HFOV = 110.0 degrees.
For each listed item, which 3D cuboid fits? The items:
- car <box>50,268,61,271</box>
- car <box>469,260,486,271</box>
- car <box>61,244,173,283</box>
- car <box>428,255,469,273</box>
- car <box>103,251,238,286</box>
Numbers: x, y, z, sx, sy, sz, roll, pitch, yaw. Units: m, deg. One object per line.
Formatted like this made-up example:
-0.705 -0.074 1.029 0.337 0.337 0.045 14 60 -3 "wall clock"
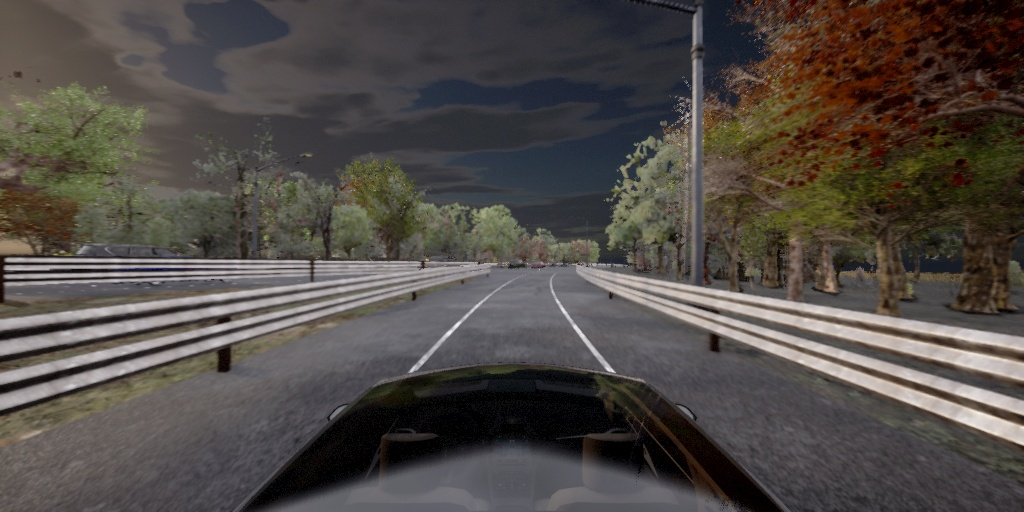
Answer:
-23.835 0.705 21.585 2.128 1.511 4.902 0 -1 22 "car"
-5.786 1.419 57.006 2.097 1.767 4.553 0 -1 22 "car"
-20.586 0.435 20.280 2.150 2.045 5.566 0 -1 22 "car"
-7.715 0.991 42.757 2.150 2.045 5.566 0 -1 22 "car"
-17.368 0.711 18.905 1.882 1.535 5.008 0 -1 22 "car"
